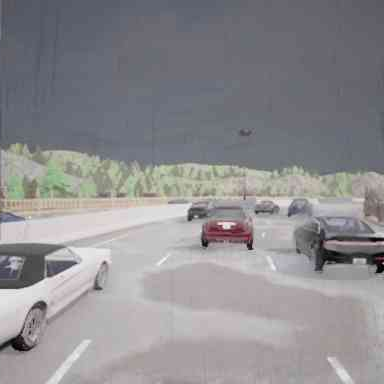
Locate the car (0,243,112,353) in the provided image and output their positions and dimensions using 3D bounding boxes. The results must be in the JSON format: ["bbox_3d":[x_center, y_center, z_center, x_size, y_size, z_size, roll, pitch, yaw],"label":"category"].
[{"bbox_3d":[-3.037,1.596,6.161,1.895,1.301,4.718,0,0,4],"label":"car"}]

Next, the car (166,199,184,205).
[{"bbox_3d":[-2.357,1.759,53.357,1.994,1.385,4.181,0,0,31],"label":"car"}]

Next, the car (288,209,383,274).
[{"bbox_3d":[4.532,1.519,10.745,2.128,1.511,4.902,0,0,8],"label":"car"}]

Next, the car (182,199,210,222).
[{"bbox_3d":[1.021,1.565,26.651,1.837,1.490,4.892,0,0,17],"label":"car"}]

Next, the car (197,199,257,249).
[{"bbox_3d":[1.719,1.380,15.038,2.097,1.767,4.553,0,0,10],"label":"car"}]

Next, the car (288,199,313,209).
[{"bbox_3d":[10.717,1.454,32.615,2.097,1.767,4.553,0,0,23],"label":"car"}]

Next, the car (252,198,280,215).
[{"bbox_3d":[8.034,1.658,35.393,2.033,1.411,5.357,0,0,25],"label":"car"}]

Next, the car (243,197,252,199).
[{"bbox_3d":[9.804,1.735,58.962,1.882,1.535,5.008,0,-1,37],"label":"car"}]

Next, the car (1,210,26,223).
[{"bbox_3d":[-9.224,1.520,14.538,1.812,1.442,4.674,0,0,10],"label":"car"}]
